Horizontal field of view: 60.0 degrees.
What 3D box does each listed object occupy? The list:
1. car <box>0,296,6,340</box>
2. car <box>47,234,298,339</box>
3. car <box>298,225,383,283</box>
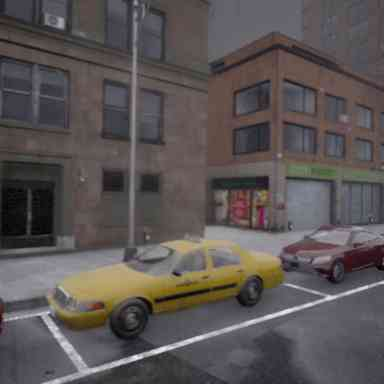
[{"bbox_3d":[-4.547,1.526,3.512,4.507,1.381,1.887,1,0,-36],"label":"car"},{"bbox_3d":[-0.214,1.564,6.604,4.829,1.417,1.752,1,0,-36],"label":"car"},{"bbox_3d":[4.394,1.682,9.894,4.206,1.307,1.802,1,0,-36],"label":"car"}]
